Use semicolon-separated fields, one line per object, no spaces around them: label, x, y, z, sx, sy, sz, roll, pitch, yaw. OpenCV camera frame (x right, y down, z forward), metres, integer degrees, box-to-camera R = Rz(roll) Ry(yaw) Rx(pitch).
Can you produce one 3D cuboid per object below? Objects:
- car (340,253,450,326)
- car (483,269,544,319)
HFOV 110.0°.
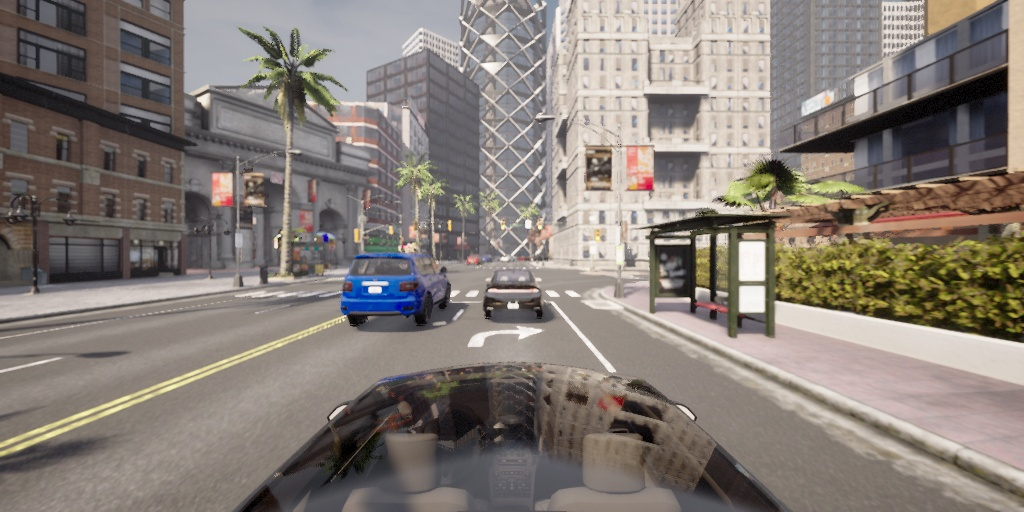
car;-3.459;0.937;11.682;2.150;2.045;5.566;0;0;0
car;0.057;1.204;12.608;2.128;1.511;4.902;0;0;0
